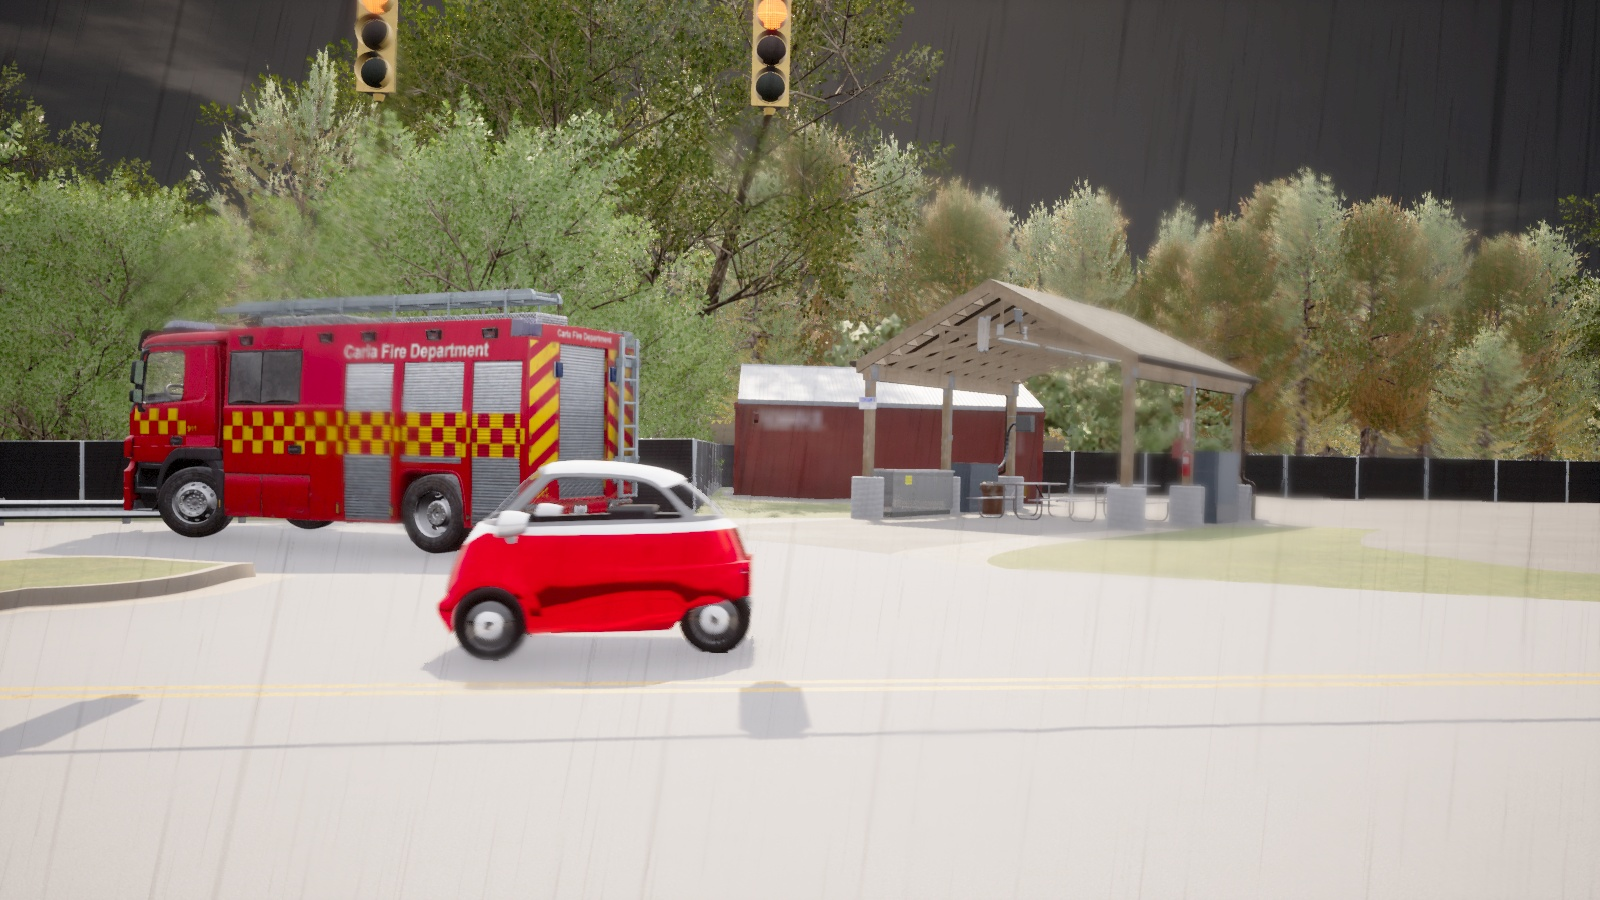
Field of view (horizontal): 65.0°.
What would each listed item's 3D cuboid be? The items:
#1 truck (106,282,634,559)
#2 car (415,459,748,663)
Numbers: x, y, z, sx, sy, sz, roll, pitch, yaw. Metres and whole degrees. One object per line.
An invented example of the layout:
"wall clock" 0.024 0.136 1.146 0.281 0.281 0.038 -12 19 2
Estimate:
"truck" -7.109 -0.474 20.463 8.468 3.827 2.891 1 1 25
"car" -1.508 0.754 9.248 2.207 1.376 1.481 0 0 -1
